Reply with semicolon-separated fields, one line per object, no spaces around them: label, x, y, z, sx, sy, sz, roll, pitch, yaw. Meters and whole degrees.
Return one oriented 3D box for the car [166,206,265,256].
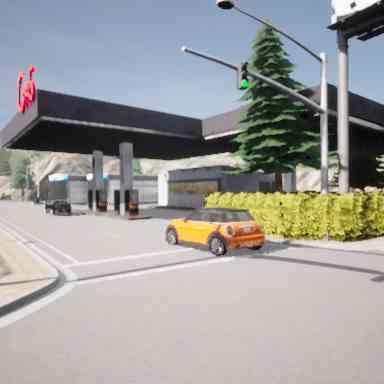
car;0.770;1.406;13.770;2.097;1.767;4.553;-1;0;-35

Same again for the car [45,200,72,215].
car;-13.936;1.572;34.529;1.837;1.490;4.892;-1;1;-35
